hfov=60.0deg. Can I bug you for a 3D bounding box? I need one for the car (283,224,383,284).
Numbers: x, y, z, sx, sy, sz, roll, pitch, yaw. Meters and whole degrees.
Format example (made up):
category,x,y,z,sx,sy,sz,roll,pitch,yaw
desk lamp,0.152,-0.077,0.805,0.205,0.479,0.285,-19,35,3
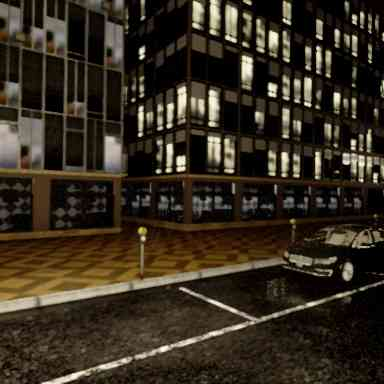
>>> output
category,x,y,z,sx,sy,sz,roll,pitch,yaw
car,4.535,1.650,9.779,4.403,1.369,2.008,1,0,-35
